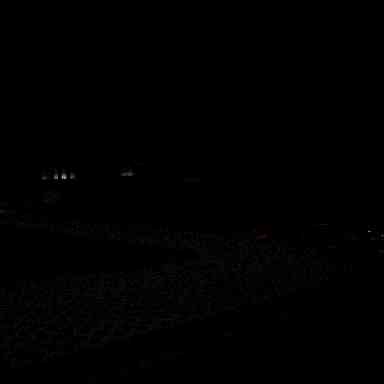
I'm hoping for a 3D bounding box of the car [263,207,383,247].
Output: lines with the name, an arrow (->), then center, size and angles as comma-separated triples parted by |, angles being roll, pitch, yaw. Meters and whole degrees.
car -> 5.551, 1.450, 14.552 | 4.892, 1.490, 1.837 | 1, 1, 34
